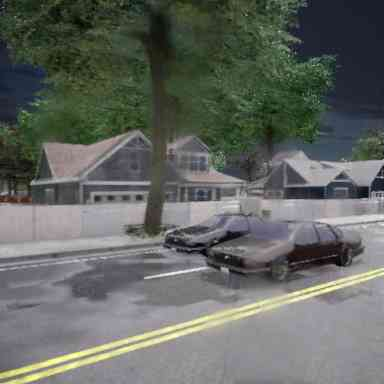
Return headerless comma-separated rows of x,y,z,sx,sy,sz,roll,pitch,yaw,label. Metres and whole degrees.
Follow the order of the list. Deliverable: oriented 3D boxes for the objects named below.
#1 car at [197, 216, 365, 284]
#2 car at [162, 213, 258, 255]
2.986,1.549,9.808,5.357,1.411,2.033,0,0,-35,car
1.554,1.550,12.777,5.357,1.411,2.033,0,0,-35,car
